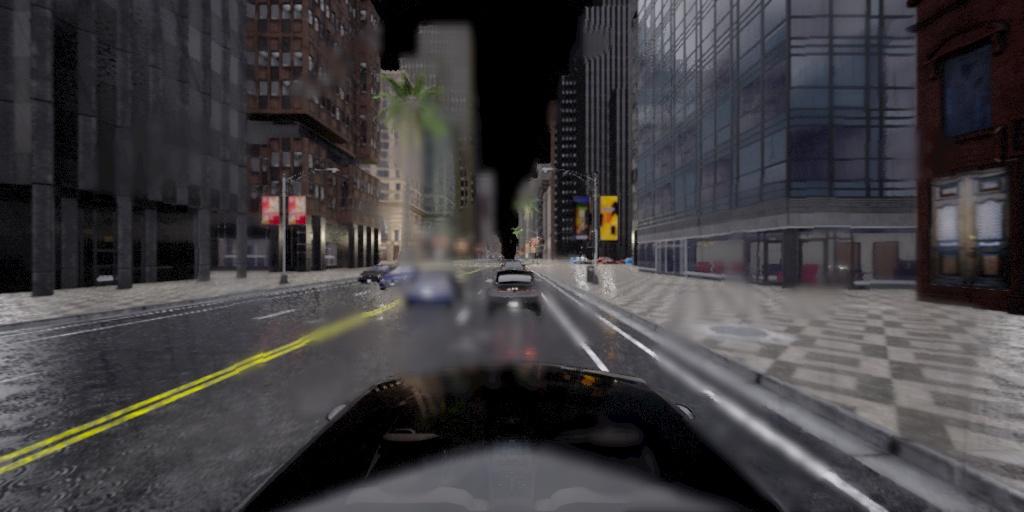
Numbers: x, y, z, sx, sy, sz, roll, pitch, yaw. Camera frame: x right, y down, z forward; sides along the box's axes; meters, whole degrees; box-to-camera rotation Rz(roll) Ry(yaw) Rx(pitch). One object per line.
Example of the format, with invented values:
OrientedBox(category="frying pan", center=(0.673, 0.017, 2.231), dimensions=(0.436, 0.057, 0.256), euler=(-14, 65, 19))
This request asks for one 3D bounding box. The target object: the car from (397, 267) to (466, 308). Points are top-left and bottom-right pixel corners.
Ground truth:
OrientedBox(category="car", center=(-3.148, 1.330, 15.300), dimensions=(1.994, 1.385, 4.181), euler=(0, 0, 0))

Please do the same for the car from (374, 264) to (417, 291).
OrientedBox(category="car", center=(-6.594, 1.300, 22.129), dimensions=(1.812, 1.442, 4.674), euler=(0, 0, 0))

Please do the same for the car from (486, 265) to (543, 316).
OrientedBox(category="car", center=(0.101, 1.268, 13.407), dimensions=(1.837, 1.490, 4.892), euler=(0, 0, 0))

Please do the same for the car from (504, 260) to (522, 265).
OrientedBox(category="car", center=(0.104, 1.138, 30.822), dimensions=(2.097, 1.767, 4.553), euler=(0, 0, 0))

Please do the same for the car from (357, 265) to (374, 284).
OrientedBox(category="car", center=(-9.840, 1.329, 27.358), dimensions=(2.033, 1.411, 5.357), euler=(0, 0, 0))
